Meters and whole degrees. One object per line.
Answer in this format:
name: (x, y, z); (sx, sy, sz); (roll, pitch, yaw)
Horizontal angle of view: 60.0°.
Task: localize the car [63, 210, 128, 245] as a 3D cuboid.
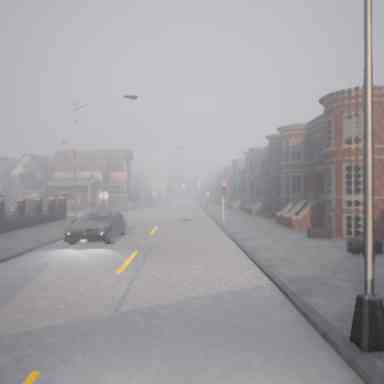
car: (-4.347, 1.569, 15.928); (2.033, 1.411, 5.357); (0, 0, -1)
